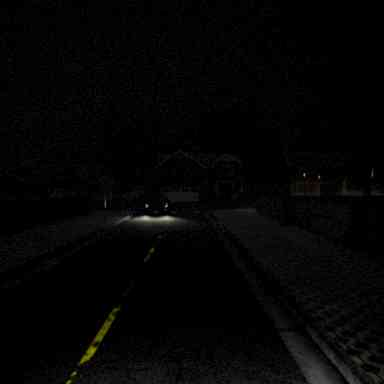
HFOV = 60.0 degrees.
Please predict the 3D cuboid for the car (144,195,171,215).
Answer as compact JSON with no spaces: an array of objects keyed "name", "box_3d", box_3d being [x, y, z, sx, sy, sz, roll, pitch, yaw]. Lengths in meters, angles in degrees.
[{"name":"car","box_3d":[-3.008,1.080,29.983,2.097,1.767,4.553,0,1,-1]}]
